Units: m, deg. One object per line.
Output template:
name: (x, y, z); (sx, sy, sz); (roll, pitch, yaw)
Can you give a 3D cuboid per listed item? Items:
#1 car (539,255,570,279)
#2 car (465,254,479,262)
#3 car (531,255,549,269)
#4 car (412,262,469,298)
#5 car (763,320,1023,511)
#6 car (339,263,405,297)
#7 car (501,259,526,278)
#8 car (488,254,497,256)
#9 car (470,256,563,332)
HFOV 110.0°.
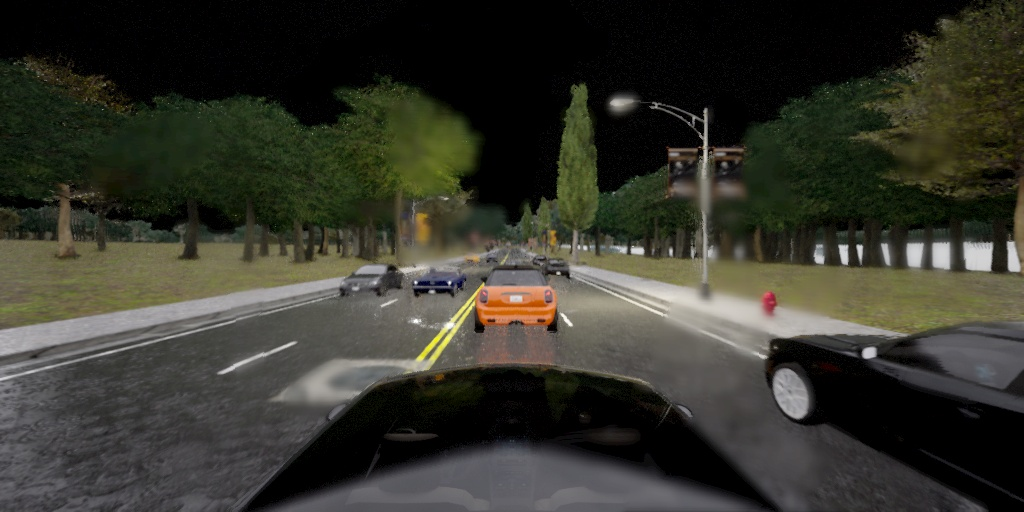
car: (3.316, 0.912, 27.753); (1.837, 1.490, 4.892); (0, 1, 1)
car: (-6.507, 0.374, 59.199); (1.882, 1.535, 5.008); (0, 1, 1)
car: (3.326, 0.665, 43.517); (1.837, 1.490, 4.892); (0, 1, 1)
car: (-3.342, 1.168, 17.259); (1.895, 1.301, 4.718); (0, 1, 0)
car: (4.225, 1.221, 2.656); (1.882, 1.535, 5.008); (0, 0, 0)
car: (-6.592, 1.089, 17.447); (1.812, 1.442, 4.674); (0, 1, 0)
car: (0.116, 0.976, 29.586); (1.895, 1.301, 4.718); (0, 1, 0)
car: (-3.251, 0.446, 59.103); (2.033, 1.411, 5.357); (0, 1, 1)
car: (0.105, 1.015, 10.736); (2.097, 1.767, 4.553); (0, 1, 0)
